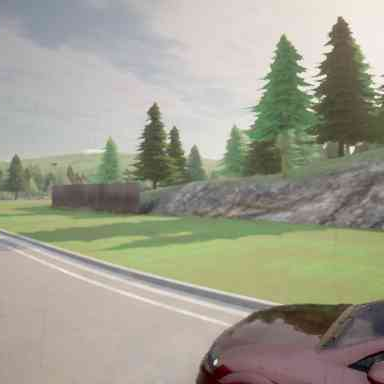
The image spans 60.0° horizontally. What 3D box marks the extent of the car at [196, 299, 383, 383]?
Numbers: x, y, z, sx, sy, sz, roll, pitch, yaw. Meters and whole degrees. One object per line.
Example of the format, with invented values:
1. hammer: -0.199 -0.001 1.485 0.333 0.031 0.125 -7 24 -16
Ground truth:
1. car: 2.071 1.564 2.595 4.181 1.385 1.994 0 0 38
